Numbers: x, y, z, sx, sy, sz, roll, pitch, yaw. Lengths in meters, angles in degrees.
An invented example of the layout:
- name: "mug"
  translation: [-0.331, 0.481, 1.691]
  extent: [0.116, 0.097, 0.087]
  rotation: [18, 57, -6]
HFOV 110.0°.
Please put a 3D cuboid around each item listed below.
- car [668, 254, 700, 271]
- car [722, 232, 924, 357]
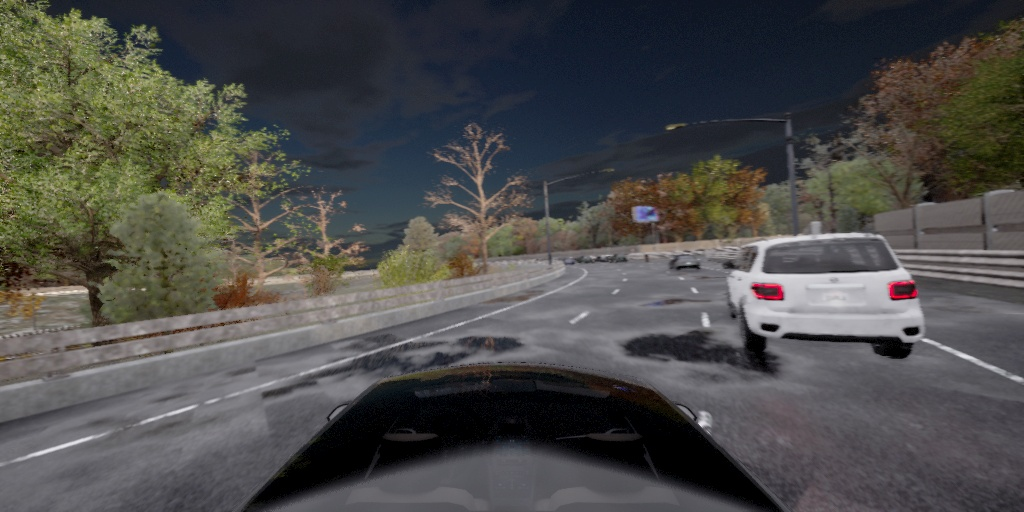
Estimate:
- name: "car"
  translation: [15.219, 0.550, 31.914]
  extent: [1.994, 1.385, 4.181]
  rotation: [-4, -1, 14]
- name: "car"
  translation: [5.924, 0.622, 7.573]
  extent: [2.150, 2.045, 5.566]
  rotation: [-4, 0, 27]
